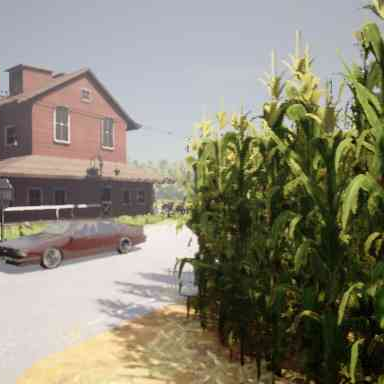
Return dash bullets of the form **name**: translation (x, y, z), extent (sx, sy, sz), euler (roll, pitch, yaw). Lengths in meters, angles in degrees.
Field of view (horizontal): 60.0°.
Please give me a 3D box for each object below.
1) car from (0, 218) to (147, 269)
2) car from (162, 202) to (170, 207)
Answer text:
- **car**: translation (-3.992, 1.656, 11.947), extent (2.033, 1.411, 5.357), euler (-1, 0, 36)
- **car**: translation (-1.251, 1.710, 37.760), extent (4.902, 1.511, 2.128), euler (-1, 0, 35)
